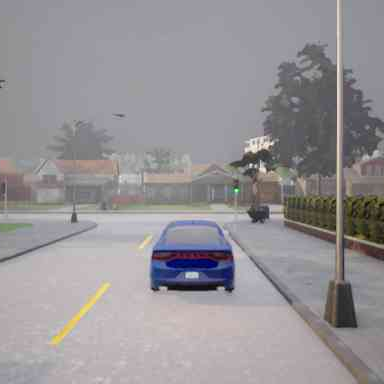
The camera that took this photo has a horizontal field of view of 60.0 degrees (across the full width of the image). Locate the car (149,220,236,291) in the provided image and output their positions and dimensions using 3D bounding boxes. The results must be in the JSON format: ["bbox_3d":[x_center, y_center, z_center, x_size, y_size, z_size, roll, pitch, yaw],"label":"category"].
[{"bbox_3d":[0.024,1.488,9.052,1.882,1.535,5.008,0,0,0],"label":"car"}]
